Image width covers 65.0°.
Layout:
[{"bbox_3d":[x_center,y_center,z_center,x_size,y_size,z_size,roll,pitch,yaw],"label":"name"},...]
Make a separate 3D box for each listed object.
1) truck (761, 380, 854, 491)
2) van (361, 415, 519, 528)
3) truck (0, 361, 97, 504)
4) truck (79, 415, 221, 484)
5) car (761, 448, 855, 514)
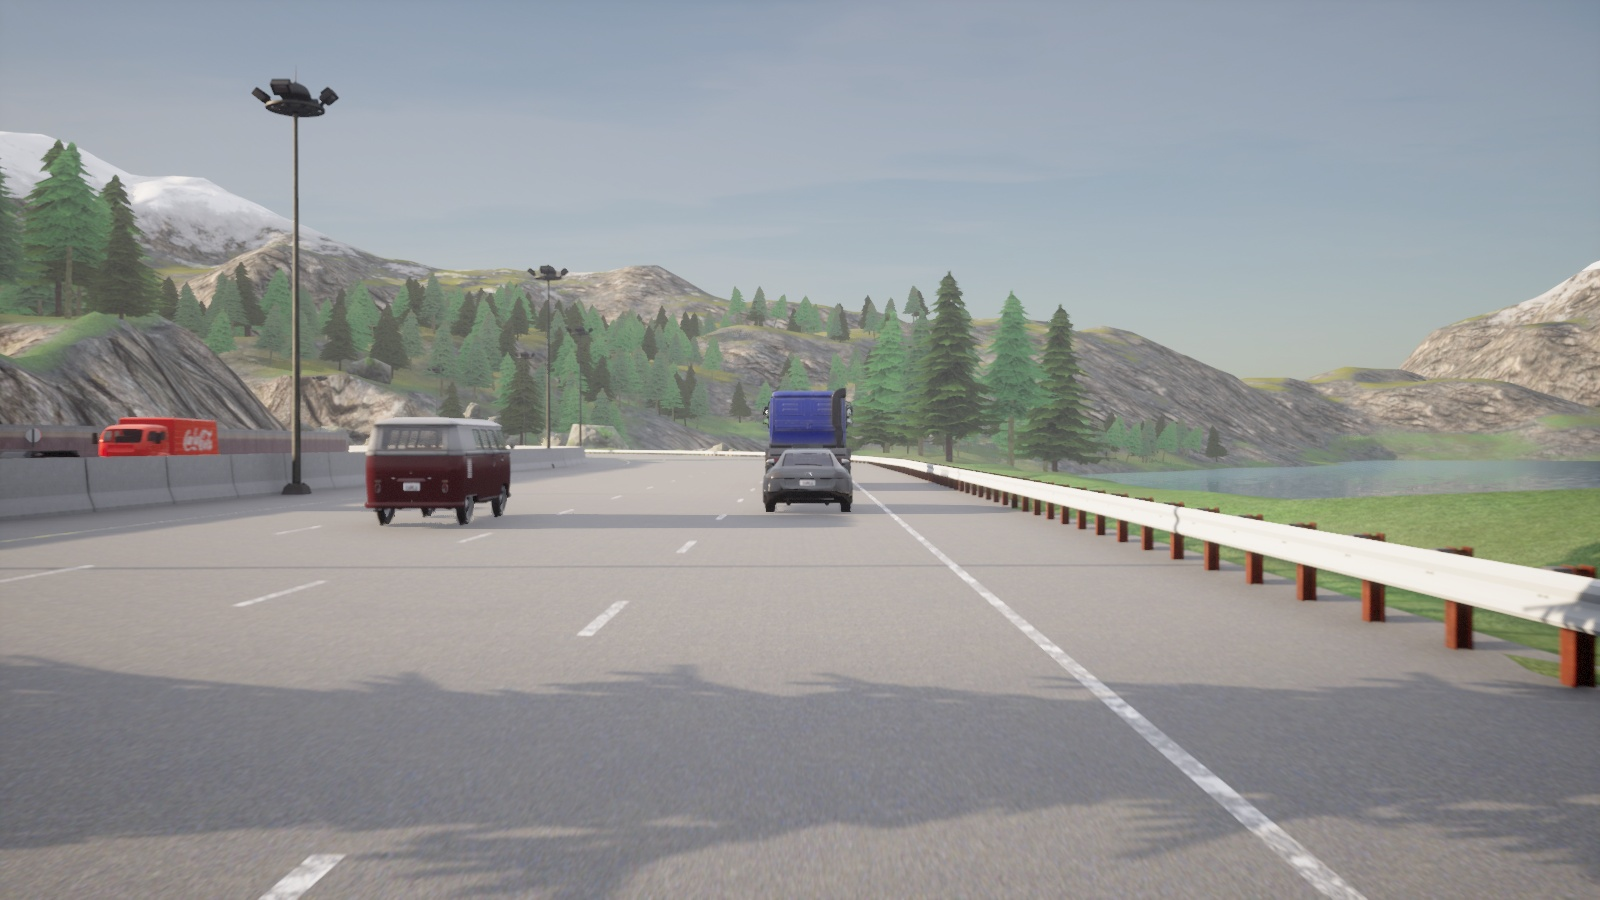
[{"bbox_3d":[0.263,-0.478,43.178,2.891,3.462,7.936,0,0,0],"label":"truck"},{"bbox_3d":[-6.845,0.357,24.353,1.775,1.987,4.442,0,0,0],"label":"van"},{"bbox_3d":[-20.809,-0.424,30.573,2.891,3.462,7.936,0,0,0],"label":"truck"},{"bbox_3d":[-24.213,-0.021,47.081,2.627,2.467,5.204,0,0,0],"label":"truck"},{"bbox_3d":[0.180,0.649,28.727,1.994,1.385,4.181,0,0,0],"label":"car"}]
